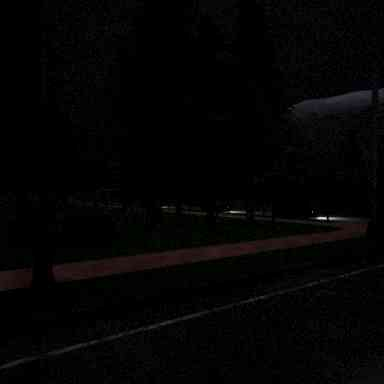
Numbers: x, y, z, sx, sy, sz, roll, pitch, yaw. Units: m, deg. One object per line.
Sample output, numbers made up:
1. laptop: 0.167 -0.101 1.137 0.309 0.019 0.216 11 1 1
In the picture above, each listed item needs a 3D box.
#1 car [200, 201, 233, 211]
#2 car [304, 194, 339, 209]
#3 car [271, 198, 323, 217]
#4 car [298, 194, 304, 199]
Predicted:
1. car: 2.872 1.538 39.166 1.994 1.385 4.181 0 0 -37
2. car: 16.743 1.142 42.216 4.605 1.855 1.932 0 0 -37
3. car: 9.304 1.538 30.538 1.994 1.385 4.181 0 0 -37
4. car: 14.926 1.144 43.997 3.866 1.878 1.905 0 0 -37
